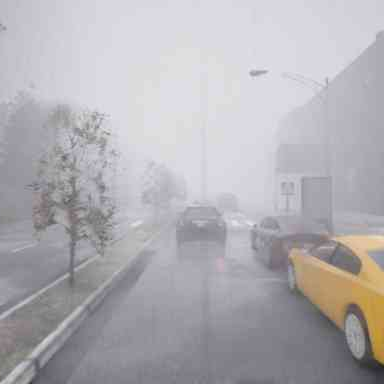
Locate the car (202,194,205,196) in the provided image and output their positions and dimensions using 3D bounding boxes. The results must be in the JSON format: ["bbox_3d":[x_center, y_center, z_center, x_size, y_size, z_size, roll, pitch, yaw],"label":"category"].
[{"bbox_3d":[4.267,1.373,78.052,2.163,1.488,4.792,0,0,-1],"label":"car"}]

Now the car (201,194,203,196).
[{"bbox_3d":[4.034,1.198,83.547,2.185,1.767,4.553,0,0,-2],"label":"car"}]

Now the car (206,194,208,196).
[{"bbox_3d":[4.498,1.408,66.923,2.163,1.488,4.792,0,0,0],"label":"car"}]

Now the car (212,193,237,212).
[{"bbox_3d":[4.015,1.188,39.036,2.435,2.045,5.566,0,0,2],"label":"car"}]

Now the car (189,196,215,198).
[{"bbox_3d":[0.912,1.456,33.577,2.128,1.511,4.902,0,0,2],"label":"car"}]

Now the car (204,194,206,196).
[{"bbox_3d":[4.410,1.402,72.451,2.002,1.452,4.674,0,0,-1],"label":"car"}]

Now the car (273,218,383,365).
[{"bbox_3d":[3.110,1.481,5.824,2.097,1.535,5.008,0,0,1],"label":"car"}]

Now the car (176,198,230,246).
[{"bbox_3d":[0.421,1.341,15.469,2.097,1.767,4.553,0,0,1],"label":"car"}]

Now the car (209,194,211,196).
[{"bbox_3d":[4.477,1.281,55.615,2.185,1.767,4.553,1,0,1],"label":"car"}]

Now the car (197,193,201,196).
[{"bbox_3d":[3.351,1.280,94.673,2.231,1.521,4.892,0,0,-4],"label":"car"}]

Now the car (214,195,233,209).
[{"bbox_3d":[4.167,1.304,44.520,2.185,1.767,4.553,0,0,2],"label":"car"}]

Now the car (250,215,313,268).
[{"bbox_3d":[3.239,1.507,11.322,2.163,1.488,4.792,0,0,1],"label":"car"}]
